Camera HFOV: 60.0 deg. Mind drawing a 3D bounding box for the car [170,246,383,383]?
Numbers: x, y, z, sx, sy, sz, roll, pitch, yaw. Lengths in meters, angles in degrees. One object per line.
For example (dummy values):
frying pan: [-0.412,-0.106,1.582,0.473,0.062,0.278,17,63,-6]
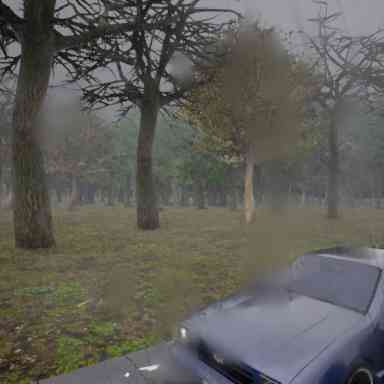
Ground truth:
car: [2.375,1.552,4.751,5.357,1.411,2.033,0,0,-35]
